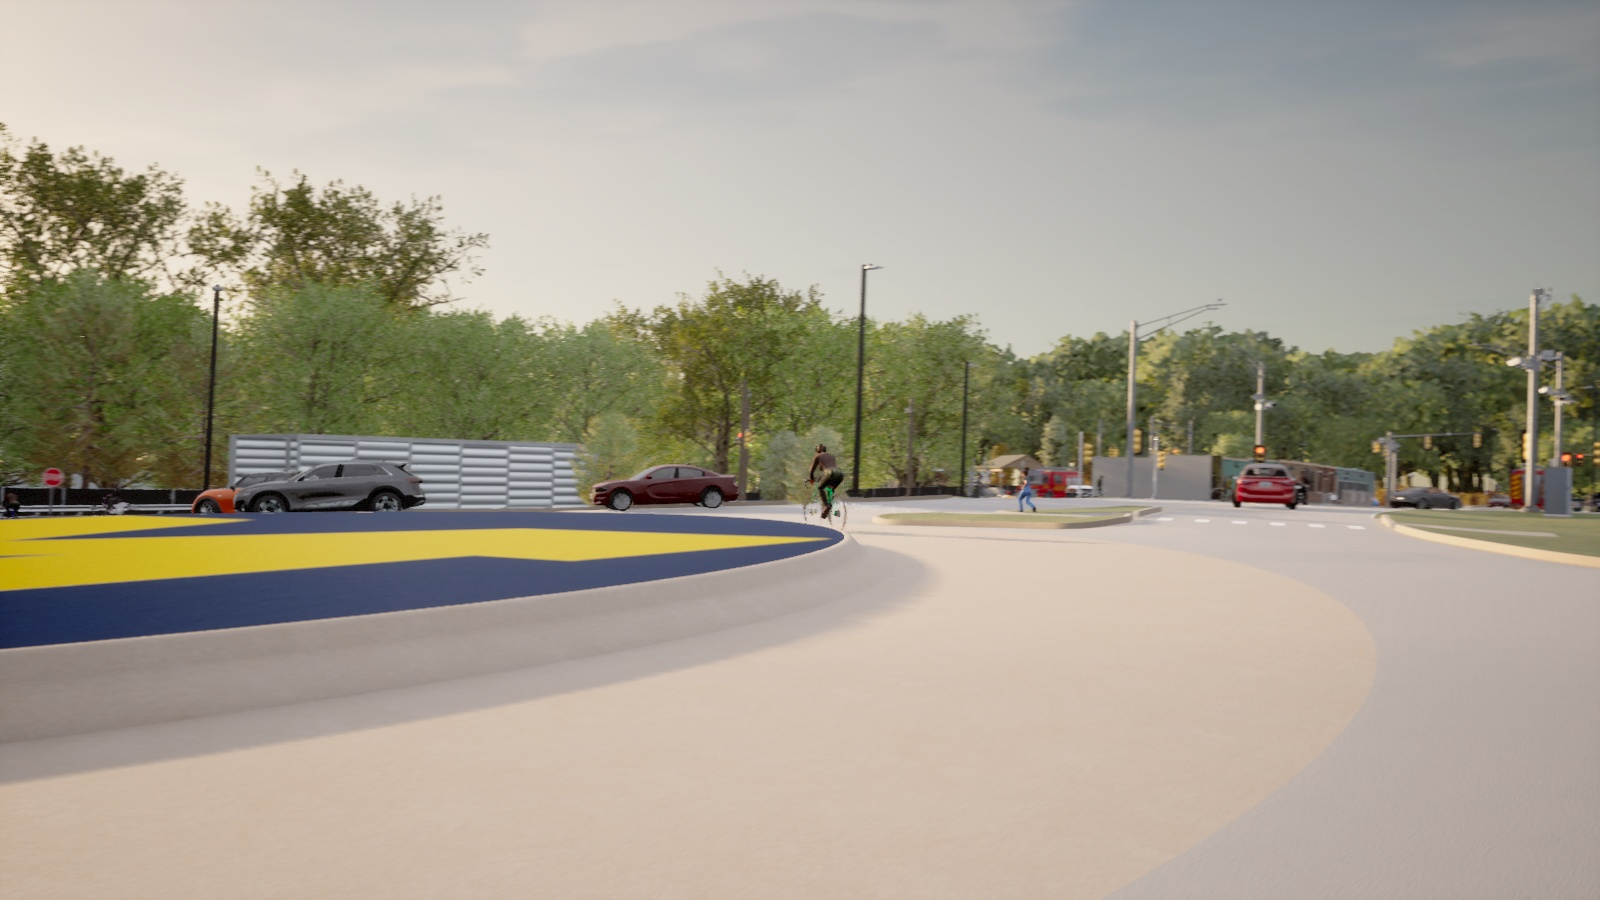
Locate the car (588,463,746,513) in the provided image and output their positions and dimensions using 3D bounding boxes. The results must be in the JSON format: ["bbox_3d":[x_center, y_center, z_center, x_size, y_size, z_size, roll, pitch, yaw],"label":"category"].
[{"bbox_3d":[-4.508,1.261,42.401,5.008,1.535,1.882,-1,-1,-17],"label":"car"}]

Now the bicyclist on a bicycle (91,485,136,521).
[{"bbox_3d":[-35.107,2.717,64.246,0.659,1.776,1.843,0,-1,40],"label":"bicyclist on a bicycle"}]

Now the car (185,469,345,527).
[{"bbox_3d":[-17.847,1.619,41.961,4.553,1.767,2.097,-2,-2,12],"label":"car"}]

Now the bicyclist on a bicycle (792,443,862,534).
[{"bbox_3d":[0.489,0.714,23.277,0.582,1.620,1.656,0,-2,-27],"label":"bicyclist on a bicycle"}]

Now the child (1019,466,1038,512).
[{"bbox_3d":[6.437,1.091,35.367,0.270,1.263,0.437,3,-2,-37],"label":"child"}]

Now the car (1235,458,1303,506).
[{"bbox_3d":[17.574,1.195,47.267,2.242,1.667,4.611,1,-1,19],"label":"car"}]

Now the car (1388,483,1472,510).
[{"bbox_3d":[36.049,2.644,71.870,4.181,1.385,1.994,3,-2,-23],"label":"car"}]

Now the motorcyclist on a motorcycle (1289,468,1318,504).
[{"bbox_3d":[22.026,1.562,54.901,0.797,1.523,2.044,1,-2,32],"label":"motorcyclist on a motorcycle"}]

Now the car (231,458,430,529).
[{"bbox_3d":[-12.576,1.184,33.925,4.856,1.649,2.033,-2,-3,-18],"label":"car"}]
